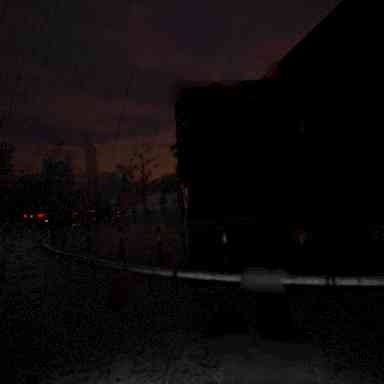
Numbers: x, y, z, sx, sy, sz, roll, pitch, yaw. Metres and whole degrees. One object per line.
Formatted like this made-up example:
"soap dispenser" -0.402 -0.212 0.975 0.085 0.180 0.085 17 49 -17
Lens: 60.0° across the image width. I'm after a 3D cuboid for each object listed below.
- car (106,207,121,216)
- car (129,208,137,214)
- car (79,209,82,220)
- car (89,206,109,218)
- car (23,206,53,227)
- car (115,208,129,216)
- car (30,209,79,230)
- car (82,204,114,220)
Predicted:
"car" -15.655 3.894 66.435 1.812 1.442 4.674 -3 -2 1
"car" -12.402 3.800 66.848 1.895 1.301 4.718 -3 -2 1
"car" -15.838 3.205 46.462 2.128 1.511 4.902 -3 -2 1
"car" -15.773 3.407 56.540 2.097 1.767 4.553 -3 -2 1
"car" -15.639 2.532 34.909 2.150 2.045 5.566 -3 -2 -3
"car" -12.518 3.392 56.519 1.812 1.442 4.674 -3 -2 1
"car" -12.039 2.486 29.543 2.033 1.411 5.357 -3 -1 -5
"car" -12.526 2.696 45.092 2.150 2.045 5.566 -3 -2 0
